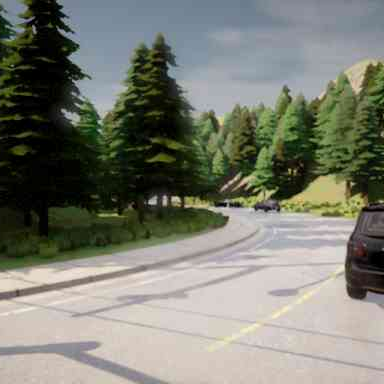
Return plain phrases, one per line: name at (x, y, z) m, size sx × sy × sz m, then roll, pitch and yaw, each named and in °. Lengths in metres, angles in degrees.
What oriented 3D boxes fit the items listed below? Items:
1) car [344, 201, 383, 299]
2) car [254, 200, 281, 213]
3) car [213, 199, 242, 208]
car at (5.151, 1.237, 7.807) m, size 2.150 × 2.045 × 5.566 m, roll 0°, pitch 0°, yaw 35°
car at (9.014, 1.652, 39.786) m, size 1.812 × 1.442 × 4.674 m, roll 0°, pitch 0°, yaw -12°
car at (5.208, 1.752, 49.381) m, size 1.895 × 1.301 × 4.718 m, roll 0°, pitch 0°, yaw -32°
